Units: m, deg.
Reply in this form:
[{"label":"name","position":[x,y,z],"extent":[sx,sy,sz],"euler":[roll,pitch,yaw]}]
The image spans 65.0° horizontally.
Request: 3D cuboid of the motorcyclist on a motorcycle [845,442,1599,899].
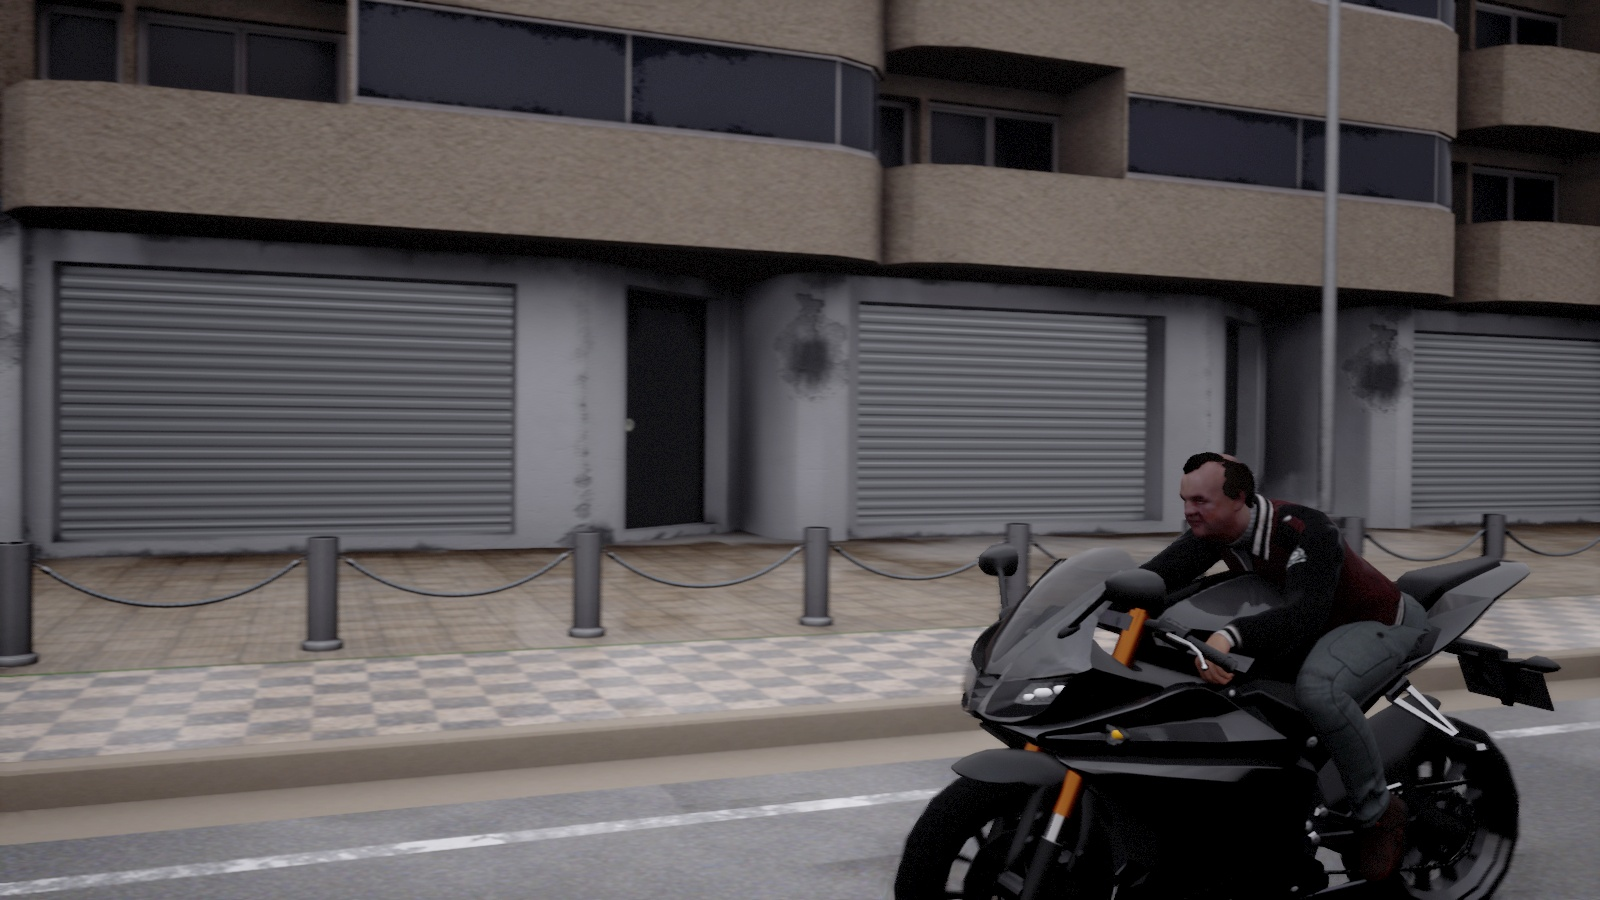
[{"label":"motorcyclist on a motorcycle","position":[1.319,0.758,3.740],"extent":[2.191,1.530,0.866],"euler":[-1,1,-21]}]
